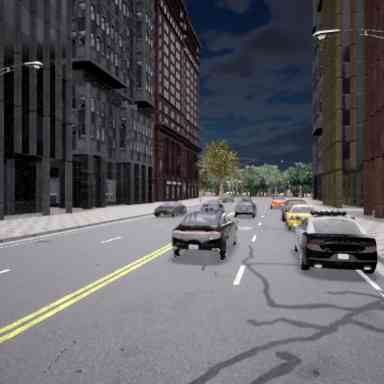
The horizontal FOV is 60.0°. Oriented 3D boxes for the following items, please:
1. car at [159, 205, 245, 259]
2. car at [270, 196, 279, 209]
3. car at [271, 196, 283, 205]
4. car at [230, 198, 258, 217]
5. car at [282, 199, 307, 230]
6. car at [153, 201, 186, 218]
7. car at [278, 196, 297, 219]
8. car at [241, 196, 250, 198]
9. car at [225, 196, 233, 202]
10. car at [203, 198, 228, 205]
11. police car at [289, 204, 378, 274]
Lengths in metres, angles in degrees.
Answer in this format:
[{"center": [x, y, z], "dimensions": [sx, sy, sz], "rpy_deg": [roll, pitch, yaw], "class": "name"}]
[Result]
[{"center": [0.632, 1.491, 12.757], "dimensions": [2.128, 1.511, 4.902], "rpy_deg": [0, 0, 14], "class": "car"}, {"center": [11.701, 1.345, 44.983], "dimensions": [2.097, 1.767, 4.553], "rpy_deg": [0, 0, 14], "class": "car"}, {"center": [15.326, 1.537, 59.948], "dimensions": [2.033, 1.411, 5.357], "rpy_deg": [0, 0, 14], "class": "car"}, {"center": [5.052, 1.543, 30.970], "dimensions": [2.033, 1.411, 5.357], "rpy_deg": [0, 0, 14], "class": "car"}, {"center": [6.802, 1.453, 20.688], "dimensions": [1.801, 1.575, 5.366], "rpy_deg": [0, 0, 14], "class": "car"}, {"center": [-1.904, 1.544, 30.716], "dimensions": [2.033, 1.411, 5.357], "rpy_deg": [0, 0, 14], "class": "car"}, {"center": [8.165, 1.348, 26.305], "dimensions": [2.097, 1.767, 4.553], "rpy_deg": [0, 0, 14], "class": "car"}, {"center": [11.888, 1.537, 73.341], "dimensions": [1.994, 1.385, 4.181], "rpy_deg": [0, 0, 14], "class": "car"}, {"center": [7.747, 1.528, 70.058], "dimensions": [2.033, 1.411, 5.357], "rpy_deg": [0, 0, 14], "class": "car"}, {"center": [2.068, 1.560, 33.302], "dimensions": [1.994, 1.385, 4.181], "rpy_deg": [0, 0, 14], "class": "car"}, {"center": [4.424, 1.424, 10.892], "dimensions": [1.930, 1.638, 5.238], "rpy_deg": [0, 0, 14], "class": "police car"}]
